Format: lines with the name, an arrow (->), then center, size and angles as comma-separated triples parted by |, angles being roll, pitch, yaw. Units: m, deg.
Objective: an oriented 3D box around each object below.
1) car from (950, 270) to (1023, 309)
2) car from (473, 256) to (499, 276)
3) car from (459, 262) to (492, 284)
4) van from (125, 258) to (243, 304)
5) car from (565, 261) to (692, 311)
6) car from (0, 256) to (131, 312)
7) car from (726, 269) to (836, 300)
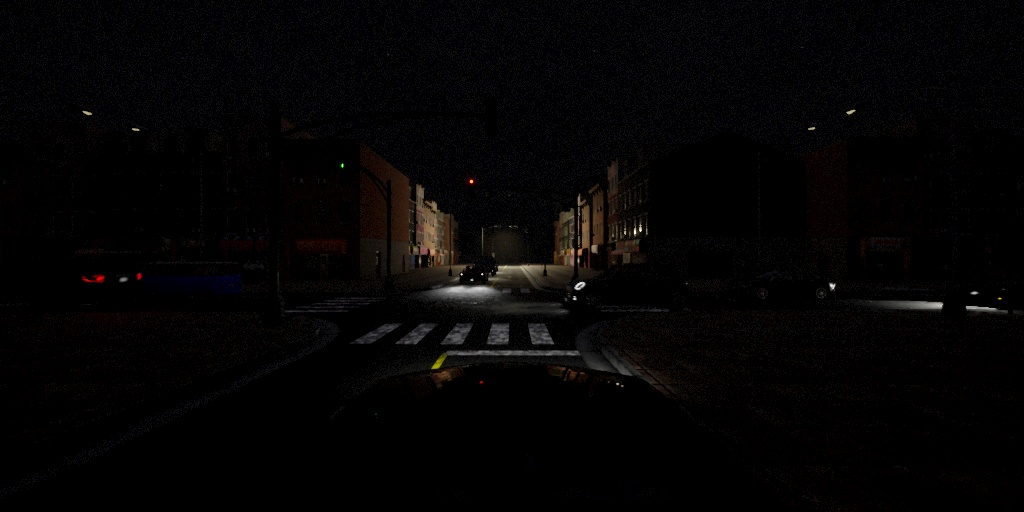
car -> 20.029, 1.264, 13.985 | 4.181, 1.385, 1.994 | 0, 0, 0
car -> -2.790, 0.993, 37.178 | 2.150, 2.045, 5.566 | 0, 0, 0
car -> -2.805, 1.365, 27.313 | 1.895, 1.301, 4.718 | 0, 0, 0
van -> -14.718, 1.124, 16.423 | 3.998, 1.789, 1.690 | 0, 0, 0
car -> 4.360, 1.087, 13.944 | 4.553, 1.767, 2.097 | 0, 0, 0
car -> -17.715, 1.011, 13.877 | 5.566, 2.045, 2.150 | 0, 0, 0
car -> 12.285, 1.267, 16.503 | 4.403, 1.370, 2.007 | 0, 0, 0
